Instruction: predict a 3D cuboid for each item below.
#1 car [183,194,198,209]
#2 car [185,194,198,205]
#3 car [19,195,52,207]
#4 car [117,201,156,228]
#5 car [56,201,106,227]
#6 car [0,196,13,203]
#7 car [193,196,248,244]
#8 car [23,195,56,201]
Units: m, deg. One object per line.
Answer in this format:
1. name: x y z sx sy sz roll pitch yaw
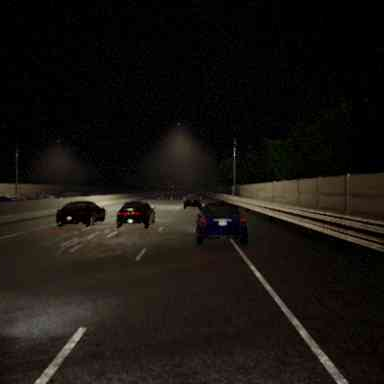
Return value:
1. car: 0.036 1.060 40.152 2.097 1.767 4.553 0 0 0
2. car: -0.038 1.123 51.369 1.882 1.535 5.008 0 0 0
3. car: -21.109 1.174 45.124 2.128 1.511 4.902 0 0 0
4. car: -3.416 1.342 20.837 1.837 1.490 4.892 0 0 0
5. car: -6.916 1.312 21.223 1.882 1.535 5.008 0 0 0
6. car: -24.612 1.223 42.209 1.812 1.442 4.674 0 0 0
7. car: 1.213 1.230 15.235 2.097 1.767 4.553 0 0 0
8. car: -17.620 1.205 39.609 2.128 1.511 4.902 0 0 0
